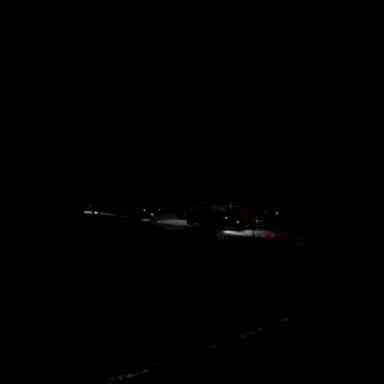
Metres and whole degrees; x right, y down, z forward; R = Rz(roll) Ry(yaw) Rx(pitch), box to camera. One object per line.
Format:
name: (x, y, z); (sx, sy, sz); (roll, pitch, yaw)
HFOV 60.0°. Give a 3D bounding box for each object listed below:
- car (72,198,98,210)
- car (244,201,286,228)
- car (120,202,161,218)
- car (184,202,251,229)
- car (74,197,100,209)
car: (-13.210, 1.432, 40.200); (2.128, 1.511, 4.902); (1, 0, -39)
car: (4.107, 1.385, 22.714); (2.097, 1.767, 4.553); (1, -1, -36)
car: (-4.638, 1.567, 29.385); (1.895, 1.301, 4.718); (1, -1, -38)
car: (1.313, 1.504, 21.539); (1.812, 1.442, 4.674); (1, -1, -37)
car: (-14.794, 1.513, 46.661); (1.812, 1.442, 4.674); (1, -1, -40)
